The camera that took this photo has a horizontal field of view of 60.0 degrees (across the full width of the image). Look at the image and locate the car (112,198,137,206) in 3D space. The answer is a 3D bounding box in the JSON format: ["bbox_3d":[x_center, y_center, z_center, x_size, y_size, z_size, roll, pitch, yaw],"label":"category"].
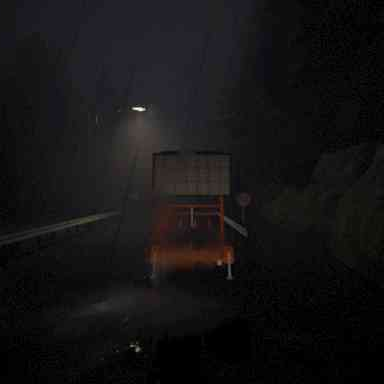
[{"bbox_3d":[-13.239,1.969,65.097,4.902,1.511,2.128,0,0,4],"label":"car"}]

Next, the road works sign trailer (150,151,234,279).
[{"bbox_3d":[0.003,0.540,10.266,2.380,3.560,2.880,0,0,0],"label":"road works sign trailer"}]
